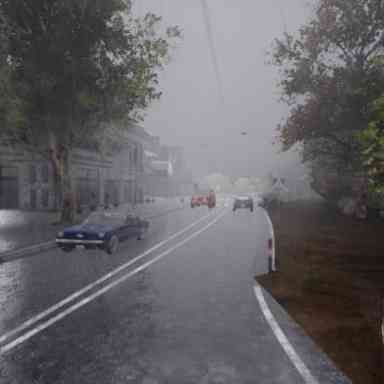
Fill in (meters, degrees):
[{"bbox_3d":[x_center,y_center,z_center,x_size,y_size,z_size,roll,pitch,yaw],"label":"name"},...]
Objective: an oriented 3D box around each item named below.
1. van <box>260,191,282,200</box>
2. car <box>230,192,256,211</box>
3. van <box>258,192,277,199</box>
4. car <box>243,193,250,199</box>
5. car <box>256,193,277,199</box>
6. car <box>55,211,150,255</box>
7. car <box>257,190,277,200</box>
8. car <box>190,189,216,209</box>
[{"bbox_3d":[18.031,0.800,75.601,4.442,1.987,1.878,1,-1,-11],"label":"van"},{"bbox_3d":[5.070,1.041,32.713,1.812,1.442,4.674,0,1,11],"label":"car"},{"bbox_3d":[19.862,0.907,87.302,4.442,1.987,1.878,1,-1,-11],"label":"van"},{"bbox_3d":[15.040,1.122,91.466,1.882,1.535,5.008,0,0,9],"label":"car"},{"bbox_3d":[20.848,1.174,93.162,5.366,1.575,1.946,1,-1,-11],"label":"car"},{"bbox_3d":[-3.201,1.434,12.868,1.895,1.301,4.718,0,1,11],"label":"car"},{"bbox_3d":[16.114,0.647,63.889,5.566,2.045,2.435,1,-1,-11],"label":"car"},{"bbox_3d":[1.297,0.681,36.194,2.150,2.045,5.566,0,1,11],"label":"car"}]
